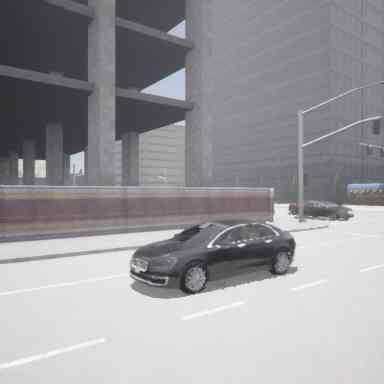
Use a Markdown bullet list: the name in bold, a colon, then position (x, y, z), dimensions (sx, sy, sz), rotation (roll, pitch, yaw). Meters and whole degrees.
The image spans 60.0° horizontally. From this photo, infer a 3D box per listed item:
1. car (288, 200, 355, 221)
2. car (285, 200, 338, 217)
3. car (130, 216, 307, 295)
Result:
- **car**: position (10.801, 1.492, 27.361), dimensions (2.128, 1.511, 4.902), rotation (0, 0, -33)
- **car**: position (11.598, 1.526, 32.526), dimensions (1.812, 1.442, 4.674), rotation (0, 0, -36)
- **car**: position (0.753, 1.505, 8.841), dimensions (4.892, 1.490, 1.837), rotation (0, 0, -36)
